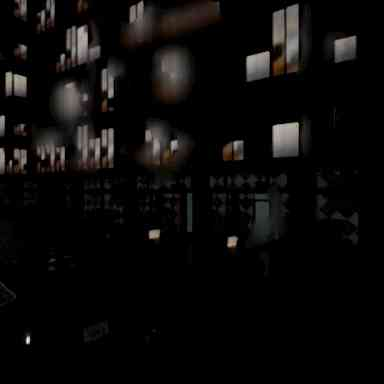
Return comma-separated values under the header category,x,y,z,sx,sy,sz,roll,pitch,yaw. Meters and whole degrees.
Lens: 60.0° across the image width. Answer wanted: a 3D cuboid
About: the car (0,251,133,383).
category,x,y,z,sx,sy,sz,roll,pitch,yaw
car,-2.732,1.543,4.835,4.313,1.339,1.947,0,0,36
